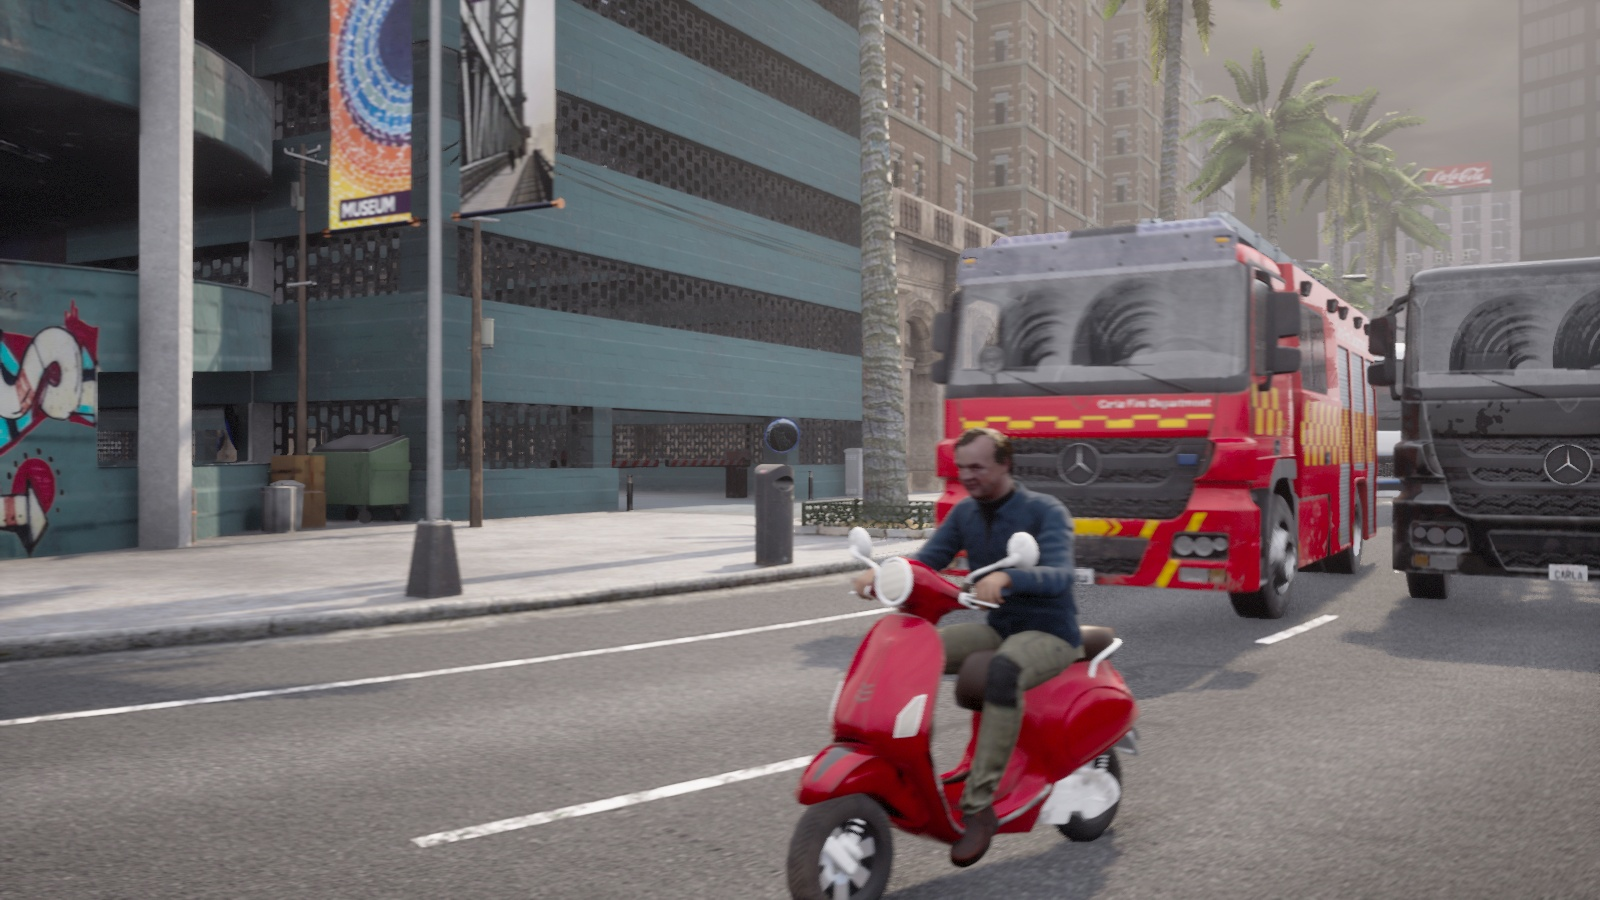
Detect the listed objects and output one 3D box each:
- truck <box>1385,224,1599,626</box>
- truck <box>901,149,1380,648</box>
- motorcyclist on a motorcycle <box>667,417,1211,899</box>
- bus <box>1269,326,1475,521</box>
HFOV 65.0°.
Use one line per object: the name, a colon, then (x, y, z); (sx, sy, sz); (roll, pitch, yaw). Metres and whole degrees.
truck: (8.691, -0.212, 14.367); (2.891, 3.462, 7.936); (0, 0, 30)
truck: (4.339, -0.384, 13.993); (2.891, 3.827, 8.468); (0, 0, 31)
motorcyclist on a motorcycle: (0.541, 0.712, 4.338); (1.817, 1.590, 0.866); (0, -1, -42)
bus: (15.233, -0.562, 32.811); (3.944, 4.253, 10.273); (0, 0, 30)
